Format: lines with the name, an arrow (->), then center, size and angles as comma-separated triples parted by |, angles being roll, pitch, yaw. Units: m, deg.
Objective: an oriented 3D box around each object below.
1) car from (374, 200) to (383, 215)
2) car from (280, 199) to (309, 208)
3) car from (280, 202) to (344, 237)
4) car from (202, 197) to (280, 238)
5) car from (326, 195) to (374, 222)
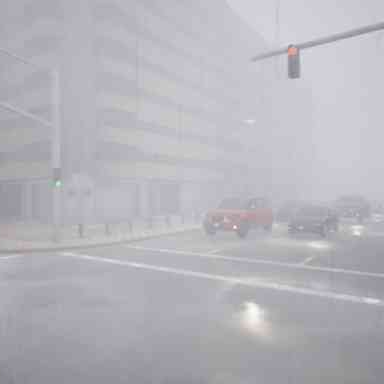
car -> 19.025, 1.571, 35.347 | 1.812, 1.442, 4.674 | -1, 0, 36
car -> 8.164, 1.434, 26.398 | 2.097, 1.767, 4.553 | -1, 0, 36
car -> 6.823, 1.545, 18.526 | 1.837, 1.490, 4.892 | -1, 0, 35
car -> 2.793, 1.301, 18.903 | 2.150, 2.045, 5.566 | -1, 0, 35
car -> 12.951, 1.264, 27.038 | 2.150, 2.045, 5.566 | -1, 0, 36
